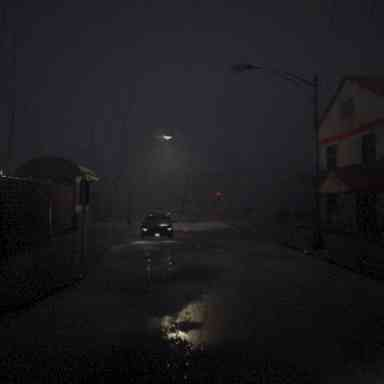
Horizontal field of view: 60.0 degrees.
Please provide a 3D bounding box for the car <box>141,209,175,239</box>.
[{"bbox_3d":[-2.124,2.008,20.785,2.033,1.411,5.357,0,-1,-5],"label":"car"}]

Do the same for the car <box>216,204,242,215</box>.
[{"bbox_3d":[5.937,2.445,47.715,5.008,1.535,1.882,0,-1,-15],"label":"car"}]

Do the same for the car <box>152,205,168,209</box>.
[{"bbox_3d":[-3.005,2.033,30.958,2.097,1.767,4.553,0,-1,-5],"label":"car"}]
